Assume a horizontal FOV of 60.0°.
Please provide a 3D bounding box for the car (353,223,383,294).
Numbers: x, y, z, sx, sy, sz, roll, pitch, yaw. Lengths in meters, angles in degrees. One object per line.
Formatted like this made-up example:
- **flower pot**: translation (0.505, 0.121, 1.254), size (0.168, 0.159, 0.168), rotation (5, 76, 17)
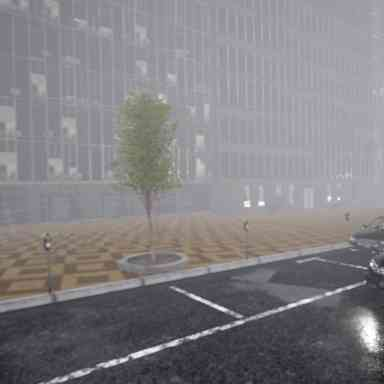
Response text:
- **car**: translation (5.812, 1.478, 7.500), size (4.674, 1.442, 1.812), rotation (0, 0, -35)

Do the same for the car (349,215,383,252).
- **car**: translation (7.310, 1.484, 11.794), size (4.403, 1.369, 2.008), rotation (0, -1, -36)
